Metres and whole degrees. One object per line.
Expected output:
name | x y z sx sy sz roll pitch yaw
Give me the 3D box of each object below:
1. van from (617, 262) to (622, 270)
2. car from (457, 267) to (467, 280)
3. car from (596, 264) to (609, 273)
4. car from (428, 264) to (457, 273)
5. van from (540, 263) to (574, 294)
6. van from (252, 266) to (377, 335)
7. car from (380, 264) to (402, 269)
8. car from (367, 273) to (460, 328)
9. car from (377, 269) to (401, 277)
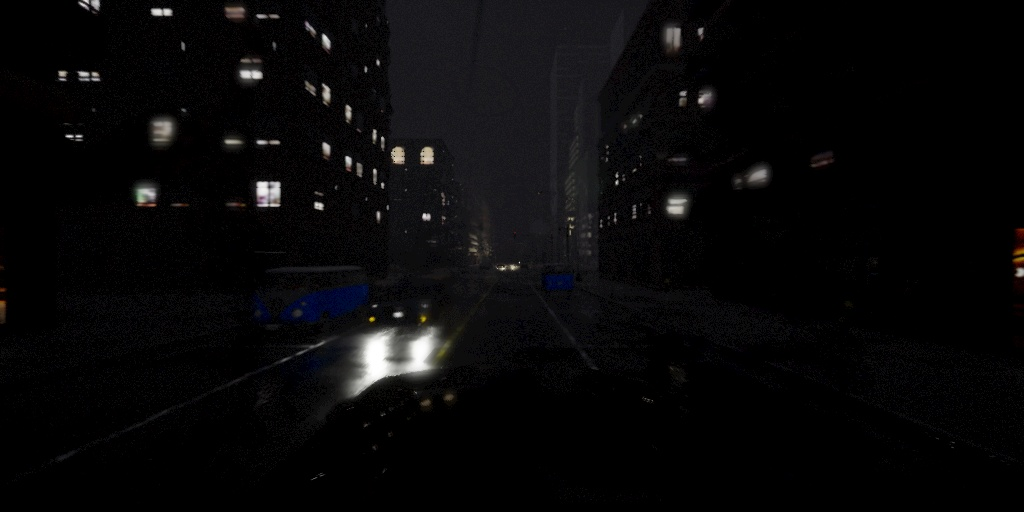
van | 14.701 1.599 44.919 3.998 1.789 1.690 0 0 0
car | -5.683 1.647 33.270 2.007 1.370 4.403 0 0 0
car | 14.689 1.793 53.300 4.313 1.339 1.948 0 0 0
car | -5.684 1.559 27.436 1.751 1.417 4.829 0 0 0
van | 2.695 1.312 21.904 1.690 1.789 3.998 0 0 0
van | -5.689 1.188 10.615 1.690 1.789 3.998 0 0 0
car | -17.869 1.822 53.255 4.829 1.417 1.751 0 0 0
car | -3.097 1.423 11.731 1.994 1.385 4.181 0 -1 0
car | -5.687 1.459 16.279 2.007 1.370 4.403 0 0 0
